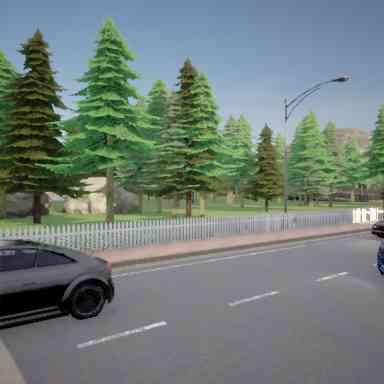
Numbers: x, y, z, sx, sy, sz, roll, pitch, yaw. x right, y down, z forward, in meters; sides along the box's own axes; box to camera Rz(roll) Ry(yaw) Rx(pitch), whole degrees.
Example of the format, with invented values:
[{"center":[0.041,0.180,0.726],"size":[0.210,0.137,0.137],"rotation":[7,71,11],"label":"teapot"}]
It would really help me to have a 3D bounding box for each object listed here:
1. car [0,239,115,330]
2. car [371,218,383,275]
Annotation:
[{"center":[-3.499,1.564,5.771],"size":[4.181,1.385,1.994],"rotation":[0,0,-36],"label":"car"},{"center":[7.036,1.478,9.227],"size":[5.008,1.535,1.882],"rotation":[0,0,-36],"label":"car"}]
